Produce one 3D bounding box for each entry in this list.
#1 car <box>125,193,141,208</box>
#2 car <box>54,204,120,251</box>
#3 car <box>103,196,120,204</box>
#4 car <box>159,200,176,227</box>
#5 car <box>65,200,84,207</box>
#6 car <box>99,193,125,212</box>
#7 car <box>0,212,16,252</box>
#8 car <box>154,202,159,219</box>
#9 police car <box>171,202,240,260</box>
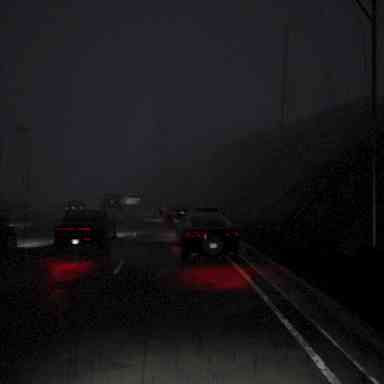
[{"bbox_3d":[-8.727,1.138,47.136,2.150,2.045,5.566,0,0,-21],"label":"car"},{"bbox_3d":[-4.361,1.483,14.078,1.837,1.490,4.892,0,0,-6],"label":"car"},{"bbox_3d":[-14.995,1.422,61.805,1.812,1.442,4.674,0,0,-29],"label":"car"},{"bbox_3d":[-0.975,1.457,22.566,1.837,1.490,4.892,0,0,-10],"label":"car"},{"bbox_3d":[-11.437,1.500,32.696,2.033,1.411,5.357,0,0,-15],"label":"car"},{"bbox_3d":[-8.993,1.159,36.829,2.150,2.045,5.566,0,0,-16],"label":"car"},{"bbox_3d":[-7.546,1.497,10.892,1.837,1.490,4.892,0,0,-5],"label":"car"},{"bbox_3d":[-2.165,1.419,28.574,1.882,1.535,5.008,0,0,-12],"label":"car"},{"bbox_3d":[0.397,1.396,12.563,1.930,1.638,5.238,0,0,-6],"label":"police car"}]
